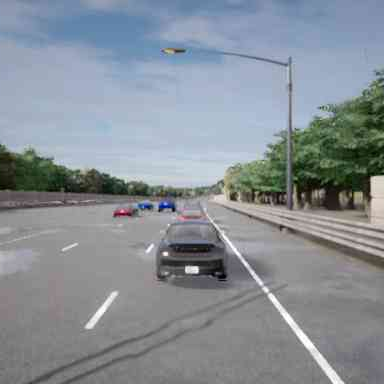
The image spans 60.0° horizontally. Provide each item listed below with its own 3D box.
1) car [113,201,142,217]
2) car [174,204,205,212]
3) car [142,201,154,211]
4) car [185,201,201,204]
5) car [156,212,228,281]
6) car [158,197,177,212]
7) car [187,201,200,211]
[{"bbox_3d":[-6.960,1.913,35.363,1.994,1.385,4.181,0,-1,1],"label":"car"},{"bbox_3d":[0.005,1.703,21.198,1.812,1.442,4.674,0,-1,0],"label":"car"},{"bbox_3d":[-6.719,1.981,48.577,1.882,1.535,5.008,0,-1,2],"label":"car"},{"bbox_3d":[-0.004,1.742,27.207,1.837,1.490,4.892,0,-1,0],"label":"car"},{"bbox_3d":[-0.002,1.590,10.162,1.837,1.490,4.892,0,-1,0],"label":"car"},{"bbox_3d":[-3.313,1.669,45.819,2.150,2.045,5.566,0,-1,2],"label":"car"},{"bbox_3d":[0.278,1.983,48.369,1.812,1.442,4.674,0,-1,2],"label":"car"}]
